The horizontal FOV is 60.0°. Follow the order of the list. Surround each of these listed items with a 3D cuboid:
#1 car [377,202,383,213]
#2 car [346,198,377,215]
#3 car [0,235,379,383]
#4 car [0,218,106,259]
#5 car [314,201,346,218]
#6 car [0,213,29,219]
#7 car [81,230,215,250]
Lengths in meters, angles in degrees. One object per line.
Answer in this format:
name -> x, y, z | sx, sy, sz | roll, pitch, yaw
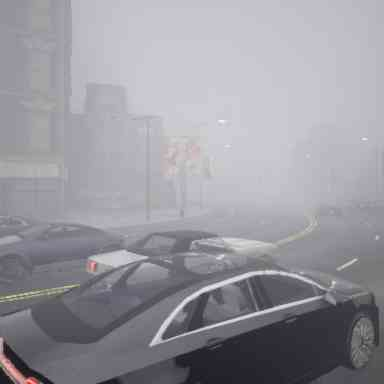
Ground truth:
car -> 19.943, 1.497, 38.519 | 2.002, 1.452, 4.674 | 0, 0, 1
car -> 16.251, 1.332, 33.196 | 2.097, 1.767, 4.553 | 0, 0, 9
car -> 0.406, 1.488, 3.967 | 4.902, 1.511, 2.128 | 0, 0, -37
car -> -4.019, 1.554, 9.538 | 4.181, 1.385, 1.994 | 0, 0, -40
car -> 12.139, 1.506, 29.903 | 1.812, 1.442, 4.674 | 0, 0, 13
car -> -7.342, 1.478, 11.305 | 4.902, 1.511, 2.128 | 0, 0, -37
car -> 0.069, 1.594, 8.012 | 4.718, 1.301, 1.895 | 0, 0, -41
